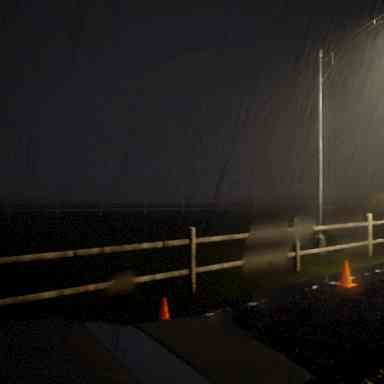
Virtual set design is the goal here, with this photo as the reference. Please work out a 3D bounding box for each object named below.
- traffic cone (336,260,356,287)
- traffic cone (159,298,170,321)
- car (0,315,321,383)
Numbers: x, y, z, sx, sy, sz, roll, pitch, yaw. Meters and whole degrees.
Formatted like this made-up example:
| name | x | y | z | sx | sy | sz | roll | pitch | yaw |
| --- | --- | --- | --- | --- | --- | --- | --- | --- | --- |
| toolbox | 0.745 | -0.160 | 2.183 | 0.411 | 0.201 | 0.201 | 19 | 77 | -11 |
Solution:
| name | x | y | z | sx | sy | sz | roll | pitch | yaw |
| --- | --- | --- | --- | --- | --- | --- | --- | --- | --- |
| traffic cone | 3.721 | 1.944 | 8.033 | 0.340 | 0.580 | 0.340 | 0 | 0 | -34 |
| traffic cone | -0.431 | 1.948 | 5.179 | 0.340 | 0.580 | 0.340 | 0 | 0 | -35 |
| car | -1.517 | 1.545 | 1.482 | 5.357 | 1.411 | 2.033 | 0 | 0 | -36 |
